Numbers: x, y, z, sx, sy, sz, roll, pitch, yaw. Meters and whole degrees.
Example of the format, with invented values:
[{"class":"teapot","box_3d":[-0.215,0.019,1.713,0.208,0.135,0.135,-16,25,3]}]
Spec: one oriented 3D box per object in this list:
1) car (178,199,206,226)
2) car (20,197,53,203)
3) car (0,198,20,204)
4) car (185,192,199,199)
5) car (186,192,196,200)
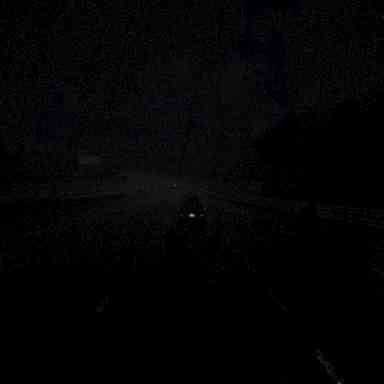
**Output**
[{"class":"car","box_3d":[-0.002,1.488,23.048,2.033,1.411,5.357,0,0,0]},{"class":"car","box_3d":[-17.504,1.359,38.522,1.837,1.490,4.892,0,0,0]},{"class":"car","box_3d":[-21.005,1.398,38.458,1.994,1.385,4.181,0,0,0]},{"class":"car","box_3d":[-0.021,1.179,51.083,1.837,1.490,4.892,0,1,0]},{"class":"car","box_3d":[-0.269,0.791,73.133,2.128,1.511,4.902,0,1,-1]}]
